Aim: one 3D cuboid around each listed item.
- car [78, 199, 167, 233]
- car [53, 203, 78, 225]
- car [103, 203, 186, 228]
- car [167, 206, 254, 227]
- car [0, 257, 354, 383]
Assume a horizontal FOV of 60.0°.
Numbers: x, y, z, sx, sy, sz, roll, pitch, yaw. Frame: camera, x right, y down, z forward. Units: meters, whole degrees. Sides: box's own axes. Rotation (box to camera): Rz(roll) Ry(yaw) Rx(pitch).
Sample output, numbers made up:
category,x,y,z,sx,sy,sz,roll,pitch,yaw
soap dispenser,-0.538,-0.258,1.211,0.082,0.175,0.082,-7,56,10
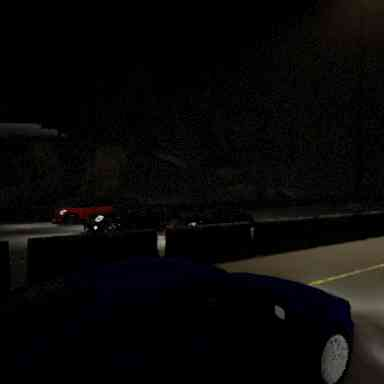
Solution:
category,x,y,z,sx,sy,sz,roll,pitch,yaw
car,-3.608,1.346,18.551,4.553,1.767,2.097,0,0,-35
car,-7.668,1.346,24.253,4.553,1.767,2.097,0,0,-35
car,-3.220,1.535,23.095,5.357,1.411,2.033,0,0,-35
car,1.297,1.510,17.712,4.674,1.442,1.812,0,0,-35
car,-0.226,1.479,3.585,5.008,1.535,1.882,0,0,-35
